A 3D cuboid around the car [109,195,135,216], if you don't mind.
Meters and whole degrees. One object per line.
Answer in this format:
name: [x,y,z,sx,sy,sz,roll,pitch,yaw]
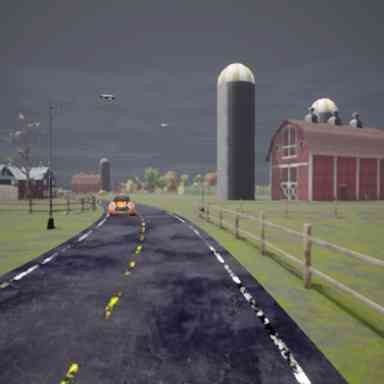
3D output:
car: [-6.221,1.111,29.492,2.097,1.767,4.553,0,1,-12]
